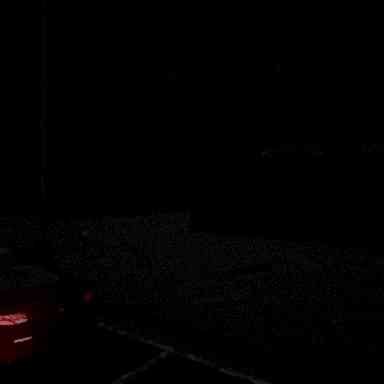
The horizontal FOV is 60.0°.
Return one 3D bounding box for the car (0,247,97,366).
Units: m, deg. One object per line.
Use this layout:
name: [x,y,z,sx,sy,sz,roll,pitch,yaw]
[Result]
car: [-3.267,1.547,5.285,4.206,1.307,1.802,0,1,35]
